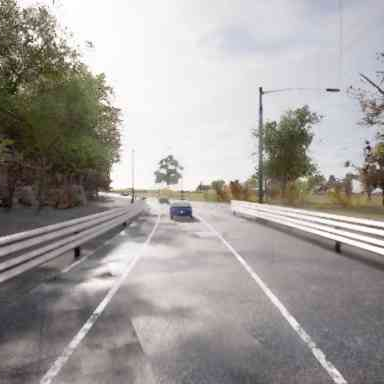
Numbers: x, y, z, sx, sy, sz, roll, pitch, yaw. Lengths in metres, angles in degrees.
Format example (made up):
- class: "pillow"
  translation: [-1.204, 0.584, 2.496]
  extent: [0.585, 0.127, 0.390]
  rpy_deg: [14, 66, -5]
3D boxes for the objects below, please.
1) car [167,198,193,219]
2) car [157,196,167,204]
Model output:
- class: "car"
  translation: [-1.047, 1.494, 29.821]
  extent: [1.882, 1.535, 5.008]
  rpy_deg: [0, 0, -5]
- class: "car"
  translation: [-5.651, 1.532, 65.209]
  extent: [1.837, 1.490, 4.892]
  rpy_deg: [0, 0, -10]
